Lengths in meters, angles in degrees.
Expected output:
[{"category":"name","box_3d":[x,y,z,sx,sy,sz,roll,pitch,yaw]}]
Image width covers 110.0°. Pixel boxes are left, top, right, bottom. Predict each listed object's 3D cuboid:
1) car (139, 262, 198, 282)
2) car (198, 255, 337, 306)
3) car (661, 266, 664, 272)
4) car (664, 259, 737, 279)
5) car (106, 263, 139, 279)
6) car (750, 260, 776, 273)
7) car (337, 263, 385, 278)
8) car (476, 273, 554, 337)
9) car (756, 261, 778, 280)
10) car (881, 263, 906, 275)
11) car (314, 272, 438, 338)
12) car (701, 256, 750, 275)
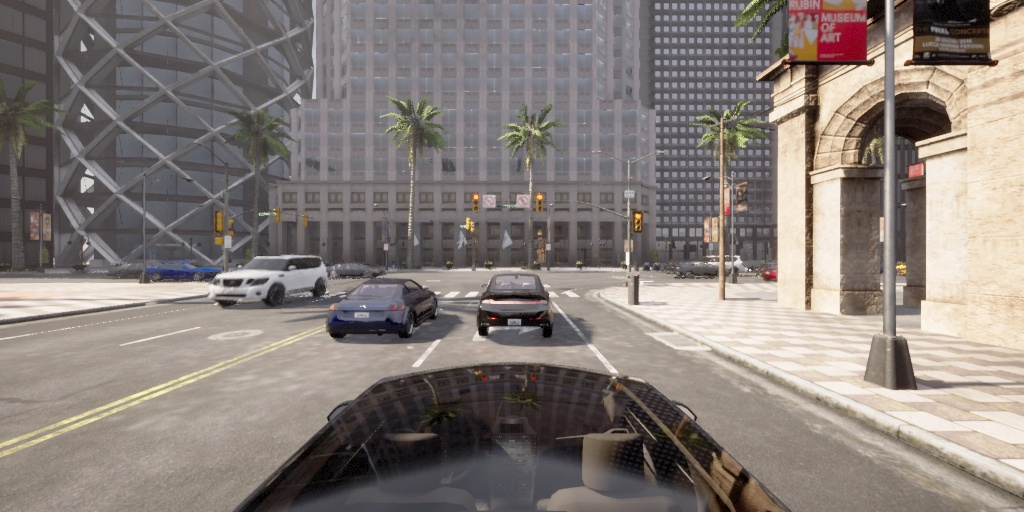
[{"category":"car","box_3d":[-25.935,1.228,28.519,5.008,1.535,1.882,0,0,-1]},{"category":"car","box_3d":[-10.388,0.971,15.989,2.150,2.045,5.566,0,0,0]},{"category":"car","box_3d":[18.872,1.255,39.250,4.892,1.490,1.837,0,0,0]},{"category":"car","box_3d":[16.750,1.241,32.057,4.902,1.511,2.128,0,0,0]},{"category":"car","box_3d":[-32.385,1.297,31.812,5.357,1.411,2.033,0,0,-5]},{"category":"car","box_3d":[28.835,1.314,39.207,4.181,1.385,1.994,0,0,0]},{"category":"car","box_3d":[-14.212,1.297,32.156,5.357,1.411,2.033,0,0,0]},{"category":"car","box_3d":[0.121,1.242,10.313,2.128,1.511,4.902,0,0,2]},{"category":"car","box_3d":[22.370,1.314,28.537,4.181,1.385,1.994,0,0,0]},{"category":"car","box_3d":[40.427,1.227,35.655,5.008,1.535,1.882,0,0,0]},{"category":"car","box_3d":[-3.415,1.314,10.183,1.994,1.385,4.181,0,0,0]},{"category":"car","box_3d":[19.991,0.972,35.747,5.566,2.045,2.150,0,0,0]}]
